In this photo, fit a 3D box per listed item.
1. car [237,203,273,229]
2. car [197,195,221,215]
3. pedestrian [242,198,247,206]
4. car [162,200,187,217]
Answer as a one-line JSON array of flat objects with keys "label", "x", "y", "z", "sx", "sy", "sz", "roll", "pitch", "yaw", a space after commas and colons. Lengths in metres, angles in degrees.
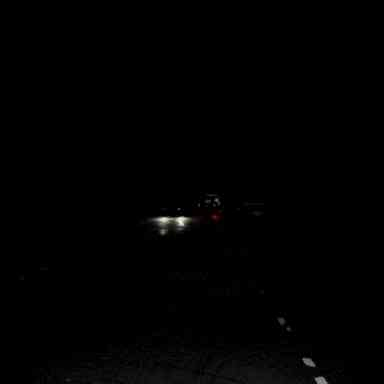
[{"label": "car", "x": 3.900, "y": 1.419, "z": 21.140, "sx": 1.970, "sy": 1.475, "sz": 3.806, "roll": 0, "pitch": 0, "yaw": 3}, {"label": "car", "x": 1.741, "y": 1.420, "z": 35.592, "sx": 2.097, "sy": 1.767, "sz": 4.553, "roll": 0, "pitch": 0, "yaw": 7}, {"label": "pedestrian", "x": 3.748, "y": 1.291, "z": 23.515, "sx": 0.375, "sy": 1.860, "sz": 0.375, "roll": -1, "pitch": 1, "yaw": -11}, {"label": "car", "x": -1.619, "y": 1.520, "z": 32.214, "sx": 1.882, "sy": 1.535, "sz": 5.008, "roll": 0, "pitch": 0, "yaw": 5}]
